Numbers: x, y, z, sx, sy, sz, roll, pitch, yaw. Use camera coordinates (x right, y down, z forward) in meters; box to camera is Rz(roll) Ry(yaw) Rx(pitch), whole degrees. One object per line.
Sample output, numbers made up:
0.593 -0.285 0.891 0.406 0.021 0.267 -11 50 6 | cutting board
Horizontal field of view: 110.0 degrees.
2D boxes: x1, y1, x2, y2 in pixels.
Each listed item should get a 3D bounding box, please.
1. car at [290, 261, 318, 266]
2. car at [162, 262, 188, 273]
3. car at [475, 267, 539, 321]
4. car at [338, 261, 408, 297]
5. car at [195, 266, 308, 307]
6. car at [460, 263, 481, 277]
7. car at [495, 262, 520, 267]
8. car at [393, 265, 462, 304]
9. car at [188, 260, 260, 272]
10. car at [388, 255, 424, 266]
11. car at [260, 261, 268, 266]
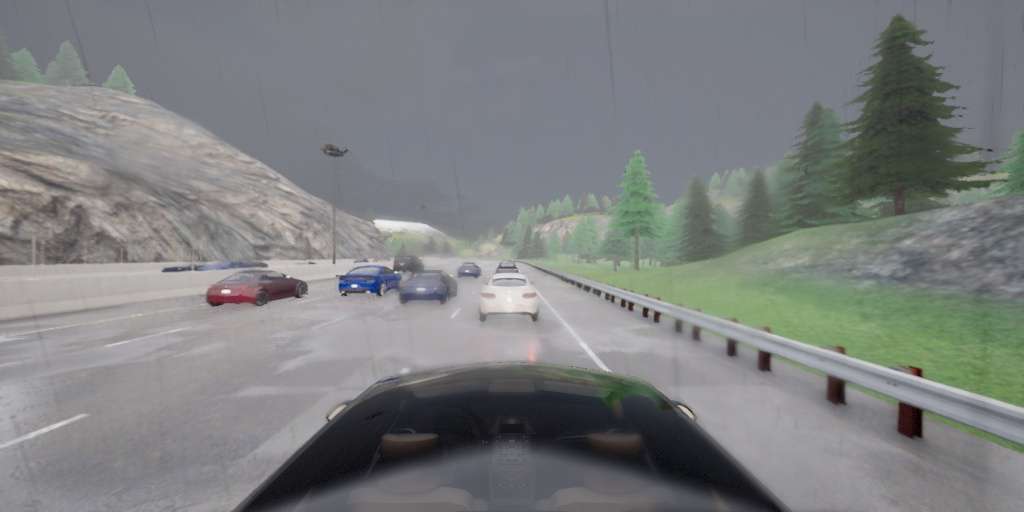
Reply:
-21.706 1.230 37.147 1.812 1.442 4.674 0 0 -1 | car
-32.188 1.279 36.038 1.895 1.301 4.718 0 0 -1 | car
-0.107 1.278 12.346 1.812 1.442 4.674 0 0 -1 | car
-7.212 1.213 18.788 1.882 1.535 5.008 0 0 -1 | car
-10.654 1.291 15.327 1.994 1.385 4.181 0 0 -1 | car
-3.958 1.311 33.764 1.994 1.385 4.181 0 0 -1 | car
-0.394 1.246 30.038 2.128 1.511 4.902 0 0 -1 | car
-3.671 1.308 16.341 1.994 1.385 4.181 0 0 -1 | car
-25.117 1.172 31.551 1.882 1.535 5.008 0 0 -1 | car
-11.036 0.952 38.501 2.150 2.045 5.566 0 0 -1 | car
-28.732 1.178 38.986 2.128 1.511 4.902 0 0 -1 | car
